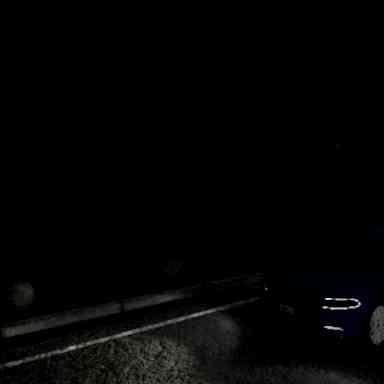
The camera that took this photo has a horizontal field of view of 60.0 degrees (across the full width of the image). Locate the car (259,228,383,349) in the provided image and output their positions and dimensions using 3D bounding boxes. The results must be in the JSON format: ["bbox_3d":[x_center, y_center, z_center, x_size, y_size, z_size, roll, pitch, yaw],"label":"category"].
[{"bbox_3d":[3.457,1.475,6.414,5.008,1.535,1.882,0,0,-35],"label":"car"}]
